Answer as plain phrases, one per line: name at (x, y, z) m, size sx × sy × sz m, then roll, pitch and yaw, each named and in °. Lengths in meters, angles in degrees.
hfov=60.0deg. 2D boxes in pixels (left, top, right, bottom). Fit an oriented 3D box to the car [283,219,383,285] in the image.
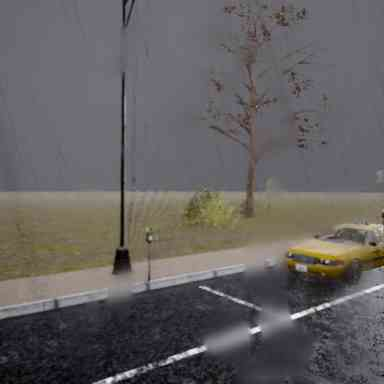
car at (4.584, 1.487, 9.359) m, size 4.829 × 1.417 × 1.752 m, roll 0°, pitch 1°, yaw -35°
